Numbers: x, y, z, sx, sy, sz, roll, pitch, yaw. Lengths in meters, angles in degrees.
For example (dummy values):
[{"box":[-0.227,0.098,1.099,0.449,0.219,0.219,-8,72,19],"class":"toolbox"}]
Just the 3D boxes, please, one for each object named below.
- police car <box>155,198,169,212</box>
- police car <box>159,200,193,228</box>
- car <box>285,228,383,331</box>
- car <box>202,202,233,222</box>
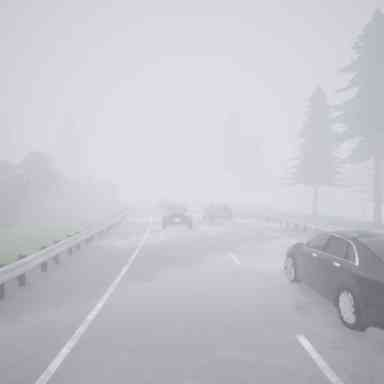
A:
[{"box":[-3.531,1.549,41.072,1.930,1.638,5.238,0,0,-10],"class":"police car"},{"box":[-1.100,1.572,22.883,2.038,1.542,4.974,0,0,-5],"class":"police car"},{"box":[3.416,1.519,6.896,1.837,1.490,4.892,0,0,-2],"class":"car"},{"box":[2.000,1.565,26.897,2.128,1.511,4.902,0,0,-6],"class":"car"}]
